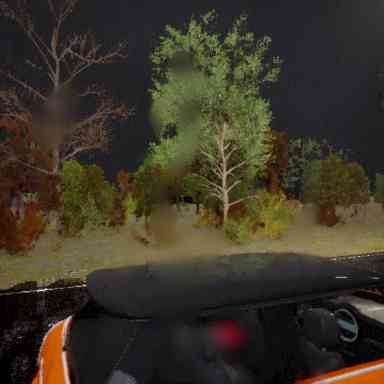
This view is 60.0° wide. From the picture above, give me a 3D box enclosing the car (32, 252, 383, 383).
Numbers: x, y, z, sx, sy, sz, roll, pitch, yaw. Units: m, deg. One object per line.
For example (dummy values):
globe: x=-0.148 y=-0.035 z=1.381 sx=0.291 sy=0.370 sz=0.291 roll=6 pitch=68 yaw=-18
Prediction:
car: x=0.992 y=1.357 z=2.925 sx=4.553 sy=1.767 sz=2.097 roll=0 pitch=0 yaw=-23
